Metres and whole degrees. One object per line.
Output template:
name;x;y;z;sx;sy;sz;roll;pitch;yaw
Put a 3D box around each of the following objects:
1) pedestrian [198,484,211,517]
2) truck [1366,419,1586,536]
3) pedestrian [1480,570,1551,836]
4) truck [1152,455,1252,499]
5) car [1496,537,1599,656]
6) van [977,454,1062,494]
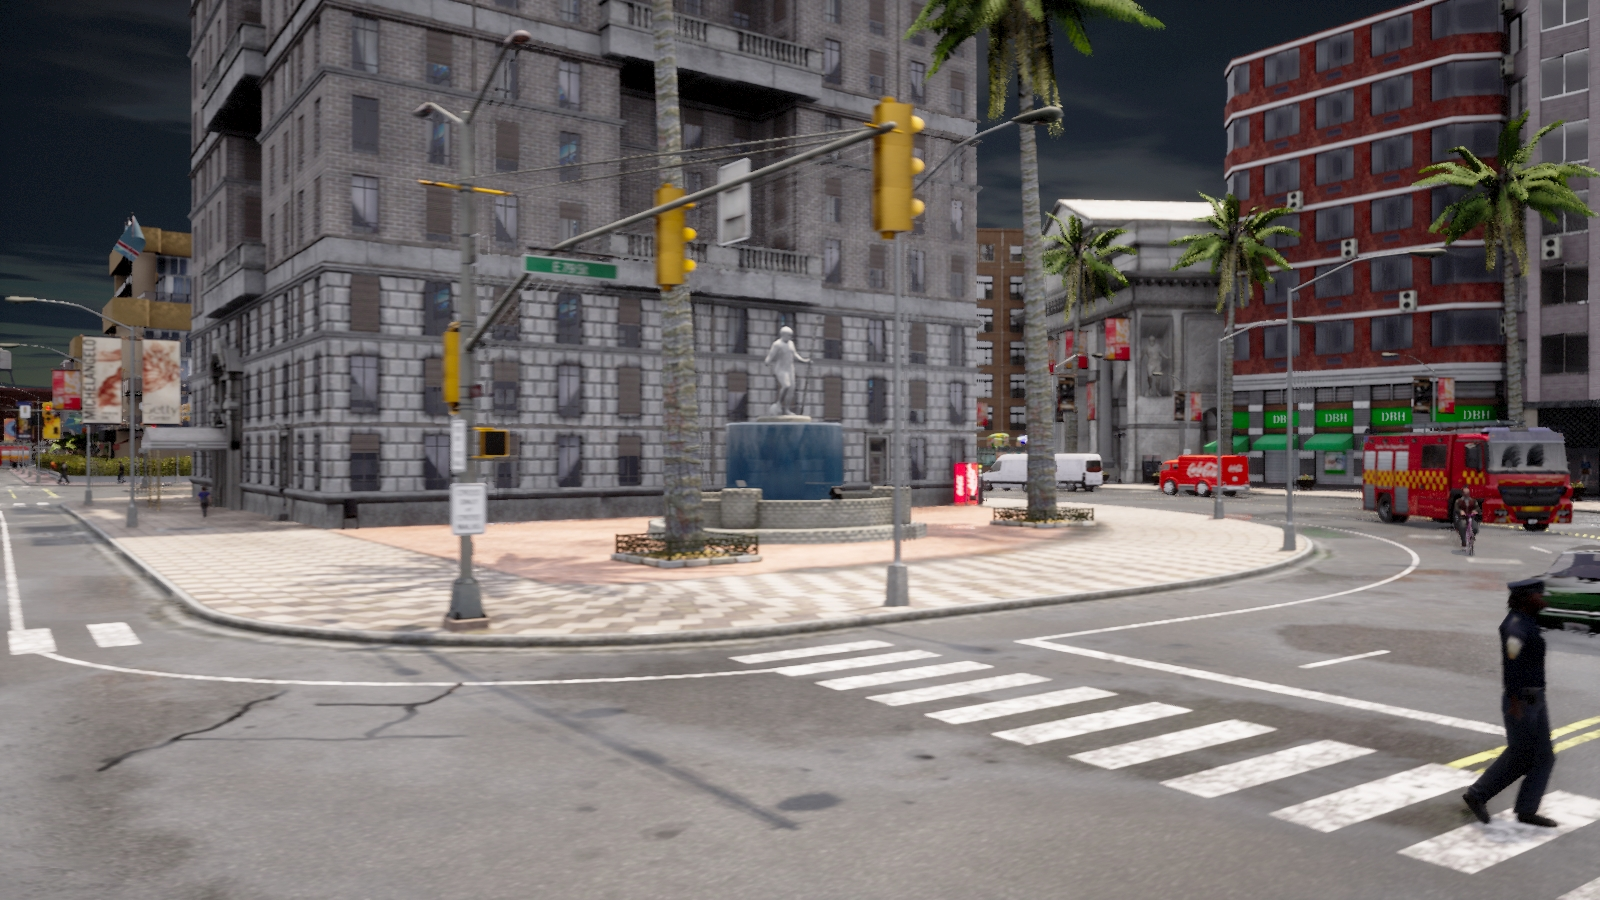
pedestrian;-23.356;1.977;44.799;0.375;1.300;0.375;0;0;-43
truck;24.128;0.888;41.469;2.891;3.827;8.468;0;0;0
pedestrian;5.314;1.848;8.481;0.375;1.860;0.375;0;0;44
truck;24.043;1.563;68.528;2.627;2.467;5.204;0;0;-29
car;12.437;2.154;17.375;4.718;1.301;1.895;0;0;-42
van;14.669;1.531;76.739;1.988;2.561;5.915;0;0;-34
